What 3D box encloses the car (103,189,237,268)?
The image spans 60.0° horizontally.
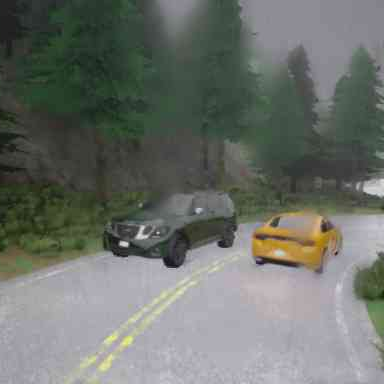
[{"bbox_3d":[-0.350,0.950,10.939,2.150,2.045,5.566,3,2,30],"label":"car"}]

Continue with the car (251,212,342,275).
[{"bbox_3d":[3.523,1.391,10.622,1.882,1.535,5.008,4,3,31],"label":"car"}]
